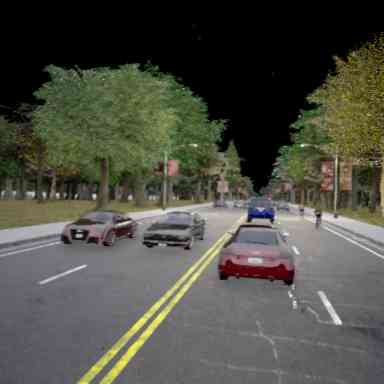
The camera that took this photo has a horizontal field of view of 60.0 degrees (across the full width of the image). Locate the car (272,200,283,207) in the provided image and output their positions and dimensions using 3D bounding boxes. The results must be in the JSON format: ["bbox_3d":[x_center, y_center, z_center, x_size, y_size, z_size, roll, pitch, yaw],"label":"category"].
[{"bbox_3d":[18.333,2.512,71.539,1.994,1.385,4.181,2,0,12],"label":"car"}]

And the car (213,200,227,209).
[{"bbox_3d":[4.640,1.973,54.436,1.994,1.385,4.181,2,0,12],"label":"car"}]

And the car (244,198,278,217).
[{"bbox_3d":[5.850,1.529,28.190,2.150,2.045,5.566,2,0,12],"label":"car"}]

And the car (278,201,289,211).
[{"bbox_3d":[14.545,2.269,53.347,2.033,1.411,5.357,2,0,12],"label":"car"}]

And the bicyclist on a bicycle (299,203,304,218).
[{"bbox_3d":[11.211,1.960,33.968,0.582,1.620,1.656,2,-1,12],"label":"bicyclist on a bicycle"}]

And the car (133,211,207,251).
[{"bbox_3d":[-0.533,1.594,14.863,2.033,1.411,5.357,2,0,12],"label":"car"}]

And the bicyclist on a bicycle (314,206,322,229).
[{"bbox_3d":[9.032,1.842,23.781,0.582,1.620,1.656,2,-1,12],"label":"bicyclist on a bicycle"}]

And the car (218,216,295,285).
[{"bbox_3d":[1.970,1.670,10.102,1.994,1.385,4.181,2,0,12],"label":"car"}]

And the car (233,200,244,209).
[{"bbox_3d":[7.745,1.995,53.429,2.128,1.511,4.902,2,0,12],"label":"car"}]

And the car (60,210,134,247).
[{"bbox_3d":[-3.898,1.503,14.668,1.994,1.385,4.181,2,0,12],"label":"car"}]
